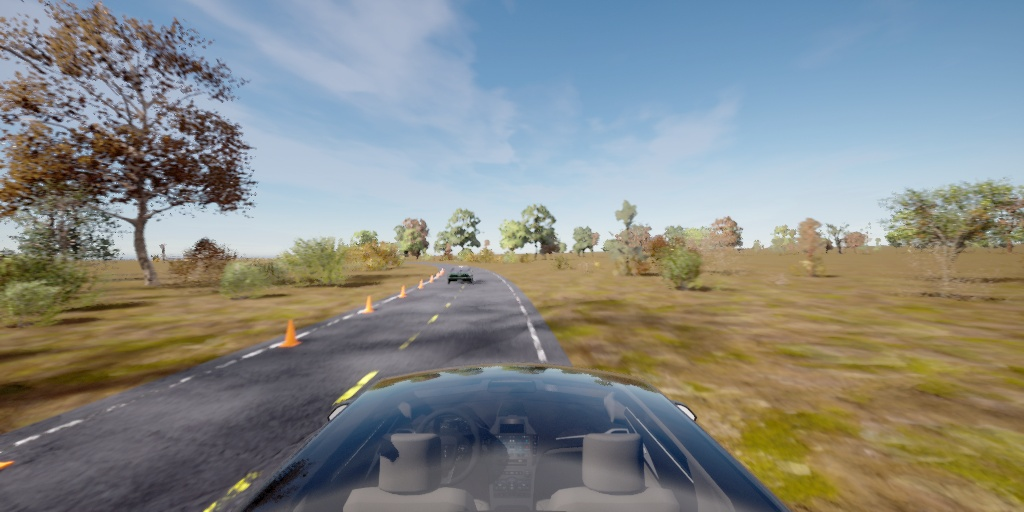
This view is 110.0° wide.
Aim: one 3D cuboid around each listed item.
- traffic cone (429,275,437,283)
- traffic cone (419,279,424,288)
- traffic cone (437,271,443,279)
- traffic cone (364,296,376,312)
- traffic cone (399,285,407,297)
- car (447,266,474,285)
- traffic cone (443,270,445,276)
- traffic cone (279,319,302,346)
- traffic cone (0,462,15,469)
[{"bbox_3d":[-6.281,1.774,28.074,0.340,0.580,0.340,0,0,-6],"label":"traffic cone"},{"bbox_3d":[-5.852,1.768,23.144,0.340,0.580,0.340,0,0,-4],"label":"traffic cone"},{"bbox_3d":[-6.802,1.780,32.996,0.340,0.580,0.340,0,0,-7],"label":"traffic cone"},{"bbox_3d":[-5.274,1.760,13.263,0.340,0.580,0.340,0,0,-2],"label":"traffic cone"},{"bbox_3d":[-5.516,1.764,18.206,0.340,0.580,0.340,0,0,-3],"label":"traffic cone"},{"bbox_3d":[-3.782,1.394,26.717,1.895,1.301,4.718,-1,0,-5],"label":"car"},{"bbox_3d":[-7.417,1.787,37.906,0.340,0.580,0.340,0,0,-8],"label":"traffic cone"},{"bbox_3d":[-5.125,1.758,8.317,0.340,0.580,0.340,0,0,-1],"label":"traffic cone"},{"bbox_3d":[-5.069,1.756,3.368,0.340,0.580,0.340,0,0,0],"label":"traffic cone"}]
